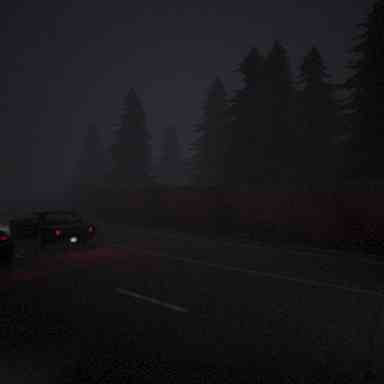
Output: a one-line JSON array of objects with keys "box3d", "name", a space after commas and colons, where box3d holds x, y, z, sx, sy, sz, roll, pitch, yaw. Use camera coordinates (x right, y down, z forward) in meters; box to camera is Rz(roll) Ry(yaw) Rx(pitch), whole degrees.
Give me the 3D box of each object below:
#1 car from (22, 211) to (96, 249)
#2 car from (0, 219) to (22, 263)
[{"box3d": [-6.034, 1.470, 14.018, 4.718, 1.301, 1.895, 1, 0, 44], "name": "car"}, {"box3d": [-7.243, 1.440, 10.406, 4.181, 1.385, 1.994, 1, 0, 43], "name": "car"}]
